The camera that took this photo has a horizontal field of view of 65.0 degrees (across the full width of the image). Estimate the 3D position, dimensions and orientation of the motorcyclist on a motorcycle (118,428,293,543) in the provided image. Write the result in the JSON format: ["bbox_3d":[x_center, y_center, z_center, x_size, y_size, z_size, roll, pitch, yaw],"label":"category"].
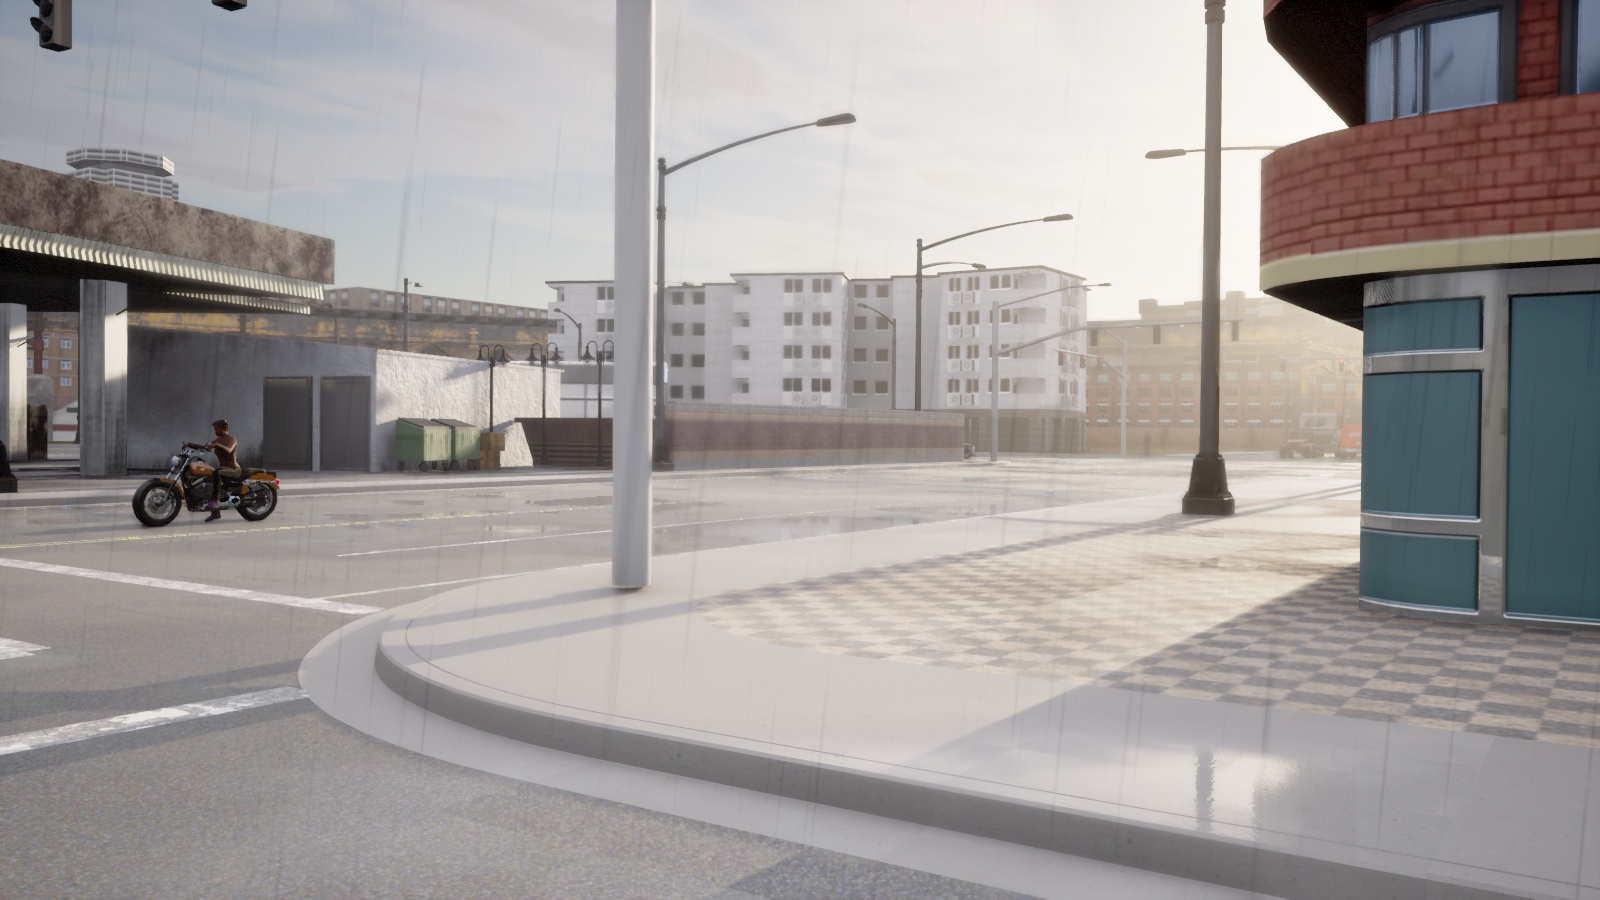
[{"bbox_3d":[-9.084,0.500,19.299,0.766,1.649,2.350,0,1,33],"label":"motorcyclist on a motorcycle"}]

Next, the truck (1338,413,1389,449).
[{"bbox_3d":[40.482,-1.353,90.168,2.627,2.467,5.204,0,1,33],"label":"truck"}]

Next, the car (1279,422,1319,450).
[{"bbox_3d":[35.025,-0.993,88.112,1.905,1.878,3.866,0,1,33],"label":"car"}]
